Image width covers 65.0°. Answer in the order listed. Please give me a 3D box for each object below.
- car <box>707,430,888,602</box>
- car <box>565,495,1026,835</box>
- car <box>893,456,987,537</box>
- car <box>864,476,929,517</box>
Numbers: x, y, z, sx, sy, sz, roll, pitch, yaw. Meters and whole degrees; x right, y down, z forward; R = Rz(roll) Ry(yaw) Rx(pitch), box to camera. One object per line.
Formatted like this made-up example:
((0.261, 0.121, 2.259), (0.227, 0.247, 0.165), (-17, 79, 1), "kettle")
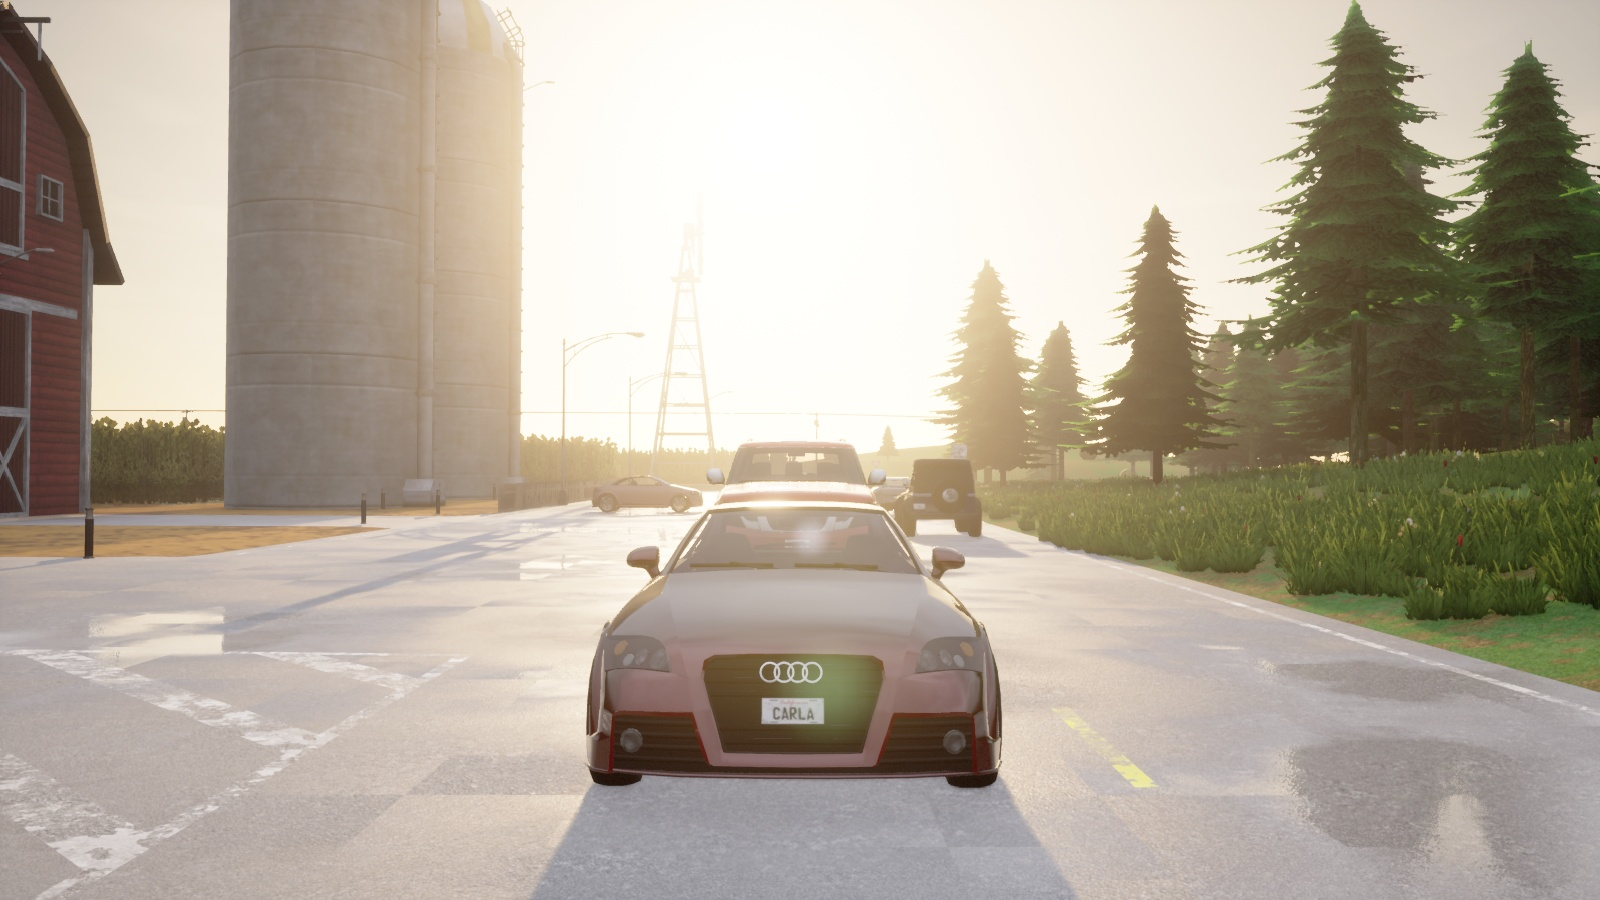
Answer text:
((-0.049, 0.832, 17.781), (2.150, 2.045, 5.566), (0, -1, 0), "car")
((-0.017, 1.005, 7.538), (1.994, 1.385, 4.181), (0, -1, 0), "car")
((3.418, 1.122, 31.359), (1.905, 1.878, 3.866), (0, -1, 0), "car")
((3.384, 1.618, 44.943), (1.994, 1.385, 4.181), (0, -1, 0), "car")
